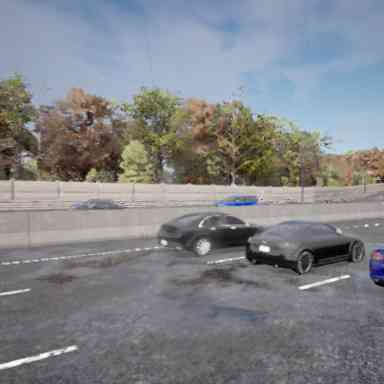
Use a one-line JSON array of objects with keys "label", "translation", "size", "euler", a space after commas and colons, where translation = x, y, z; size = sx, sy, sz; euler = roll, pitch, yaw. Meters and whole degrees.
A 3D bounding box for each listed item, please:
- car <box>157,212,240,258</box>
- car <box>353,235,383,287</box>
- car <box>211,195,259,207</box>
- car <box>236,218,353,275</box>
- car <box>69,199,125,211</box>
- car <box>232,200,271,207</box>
[{"label": "car", "translation": [1.007, 1.541, 13.065], "size": [4.892, 1.490, 1.837], "euler": [0, 0, -36]}, {"label": "car", "translation": [6.128, 1.568, 8.121], "size": [4.674, 1.442, 1.812], "euler": [0, 0, -35]}, {"label": "car", "translation": [4.357, 1.329, 32.887], "size": [5.566, 2.045, 2.150], "euler": [0, 0, -35]}, {"label": "car", "translation": [3.710, 1.604, 10.690], "size": [4.181, 1.385, 1.994], "euler": [0, 0, -36]}, {"label": "car", "translation": [-7.974, 1.569, 28.398], "size": [4.674, 1.442, 1.812], "euler": [1, 0, -35]}, {"label": "car", "translation": [6.077, 1.670, 29.816], "size": [4.181, 1.385, 1.994], "euler": [0, 0, -35]}]
